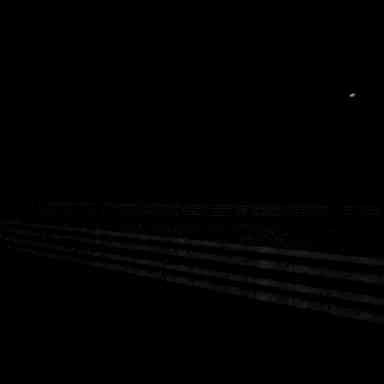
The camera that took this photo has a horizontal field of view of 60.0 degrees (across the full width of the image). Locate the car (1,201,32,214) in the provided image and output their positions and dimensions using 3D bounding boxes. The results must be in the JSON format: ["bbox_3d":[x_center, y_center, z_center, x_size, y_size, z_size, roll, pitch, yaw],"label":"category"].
[{"bbox_3d":[-20.671,1.708,37.641,5.357,1.411,2.033,0,0,17],"label":"car"}]
